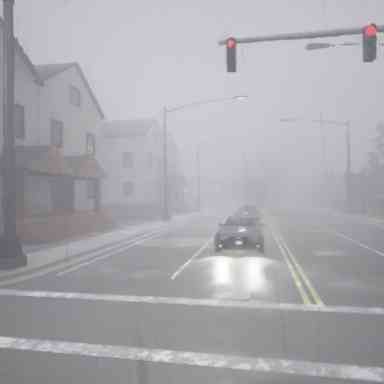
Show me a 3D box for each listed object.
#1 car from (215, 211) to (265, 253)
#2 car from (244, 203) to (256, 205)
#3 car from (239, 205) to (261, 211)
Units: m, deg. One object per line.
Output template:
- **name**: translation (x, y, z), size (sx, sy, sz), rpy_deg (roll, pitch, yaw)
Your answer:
- **car**: translation (2.176, 1.784, 14.731), size (1.994, 1.385, 4.181), rpy_deg (-1, -1, 11)
- **car**: translation (6.052, 1.960, 34.730), size (1.837, 1.490, 4.892), rpy_deg (-1, -1, 11)
- **car**: translation (4.084, 1.900, 24.603), size (1.994, 1.385, 4.181), rpy_deg (-1, -1, 11)
